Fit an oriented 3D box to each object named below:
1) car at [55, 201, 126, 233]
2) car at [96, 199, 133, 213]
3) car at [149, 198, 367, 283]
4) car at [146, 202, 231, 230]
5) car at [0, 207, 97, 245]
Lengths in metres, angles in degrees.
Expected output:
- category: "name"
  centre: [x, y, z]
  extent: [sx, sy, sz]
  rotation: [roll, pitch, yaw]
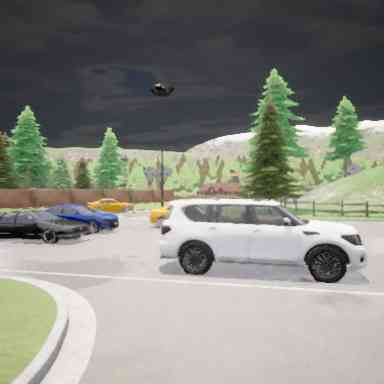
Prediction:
- category: "car"
  centre: [-6.587, 1.465, 18.721]
  extent: [5.008, 1.535, 1.882]
  rotation: [0, 0, 14]
- category: "car"
  centre: [-8.689, 1.442, 35.140]
  extent: [5.008, 1.535, 1.882]
  rotation: [0, 1, -24]
- category: "car"
  centre: [1.809, 1.202, 9.484]
  extent: [5.566, 2.045, 2.150]
  rotation: [0, 0, 14]
- category: "car"
  centre: [-0.179, 1.442, 20.771]
  extent: [5.008, 1.535, 1.882]
  rotation: [0, 0, 14]
- category: "car"
  centre: [-7.426, 1.543, 15.322]
  extent: [5.357, 1.411, 2.033]
  rotation: [0, 0, 14]
